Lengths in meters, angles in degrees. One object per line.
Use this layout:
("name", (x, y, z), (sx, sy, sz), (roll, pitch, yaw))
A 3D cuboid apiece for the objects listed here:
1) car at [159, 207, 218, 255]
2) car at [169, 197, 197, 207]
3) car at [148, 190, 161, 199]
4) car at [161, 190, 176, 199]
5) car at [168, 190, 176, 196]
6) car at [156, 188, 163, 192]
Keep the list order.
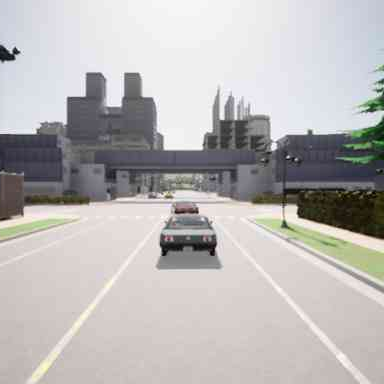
("car", (-0.125, 1.477, 12.637), (1.895, 1.301, 4.718), (0, 1, 0))
("car", (-0.725, 1.344, 27.618), (1.895, 1.301, 4.718), (0, 0, -9))
("car", (-8.598, 0.832, 73.401), (2.128, 1.511, 4.902), (0, 1, -1))
("car", (-5.098, 0.784, 73.445), (1.882, 1.535, 5.008), (0, 1, -1))
("car", (-5.300, 0.270, 89.088), (1.837, 1.490, 4.892), (0, 1, -1))
("car", (-8.799, -0.004, 89.010), (2.150, 2.045, 5.566), (0, 1, -1))
